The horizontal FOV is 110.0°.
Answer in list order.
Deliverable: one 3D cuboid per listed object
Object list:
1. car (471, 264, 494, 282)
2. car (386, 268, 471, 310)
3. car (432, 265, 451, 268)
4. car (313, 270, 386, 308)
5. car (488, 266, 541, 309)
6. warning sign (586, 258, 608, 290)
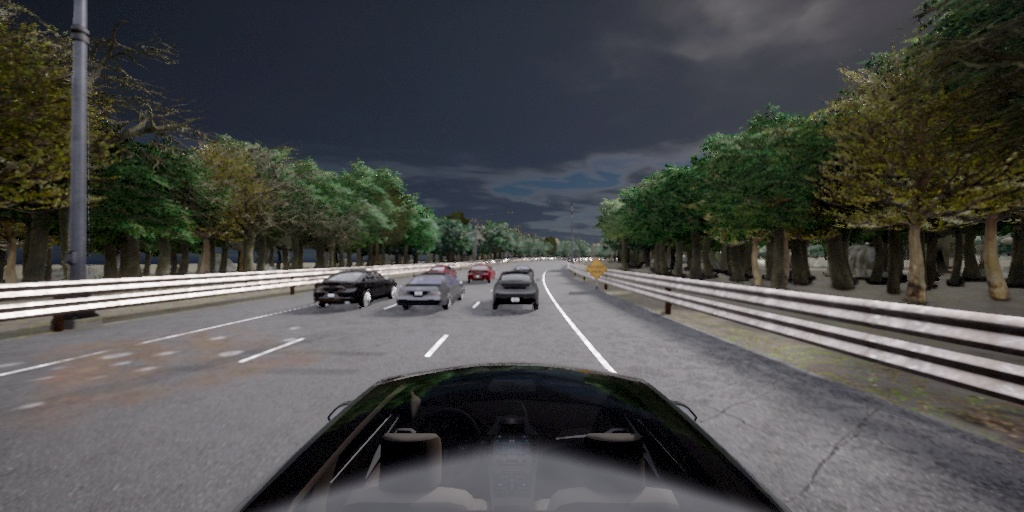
[{"bbox_3d":[-2.534,1.464,30.757,1.882,1.535,5.008,0,0,4],"label":"car"},{"bbox_3d":[-3.309,1.418,15.496,2.033,1.411,5.357,0,0,2],"label":"car"},{"bbox_3d":[-6.032,1.513,30.914,1.812,1.442,4.674,0,0,4],"label":"car"},{"bbox_3d":[-6.785,1.353,16.084,1.882,1.535,5.008,0,0,2],"label":"car"},{"bbox_3d":[0.203,1.381,15.686,1.837,1.490,4.892,0,0,2],"label":"car"},{"bbox_3d":[4.957,1.031,20.986,1.300,1.860,1.060,0,0,3],"label":"warning sign"}]
